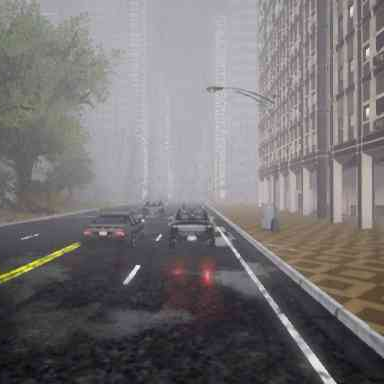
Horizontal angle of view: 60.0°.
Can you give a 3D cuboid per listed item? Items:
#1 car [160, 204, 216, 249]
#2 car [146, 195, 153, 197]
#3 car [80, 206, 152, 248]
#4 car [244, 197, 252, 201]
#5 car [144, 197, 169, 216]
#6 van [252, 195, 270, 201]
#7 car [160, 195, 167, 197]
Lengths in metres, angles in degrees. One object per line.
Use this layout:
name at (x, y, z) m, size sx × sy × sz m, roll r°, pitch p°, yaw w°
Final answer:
car at (0.000, 1.496, 14.649) m, size 2.128 × 1.511 × 4.902 m, roll 0°, pitch 0°, yaw 0°
car at (-9.750, 1.505, 75.759) m, size 2.097 × 1.767 × 4.553 m, roll 0°, pitch 0°, yaw 0°
car at (-3.250, 1.564, 14.649) m, size 2.033 × 1.411 × 5.357 m, roll 0°, pitch 0°, yaw 0°
car at (17.088, 1.844, 93.933) m, size 4.829 × 1.417 × 1.752 m, roll 0°, pitch 0°, yaw 2°
car at (-3.250, 1.512, 29.650) m, size 2.128 × 1.511 × 4.902 m, roll 0°, pitch 0°, yaw 0°
van at (18.359, 1.625, 85.761) m, size 3.998 × 1.788 × 1.690 m, roll 0°, pitch 0°, yaw 2°
car at (-6.500, 1.505, 75.759) m, size 2.097 × 1.767 × 4.553 m, roll 0°, pitch 0°, yaw 0°
